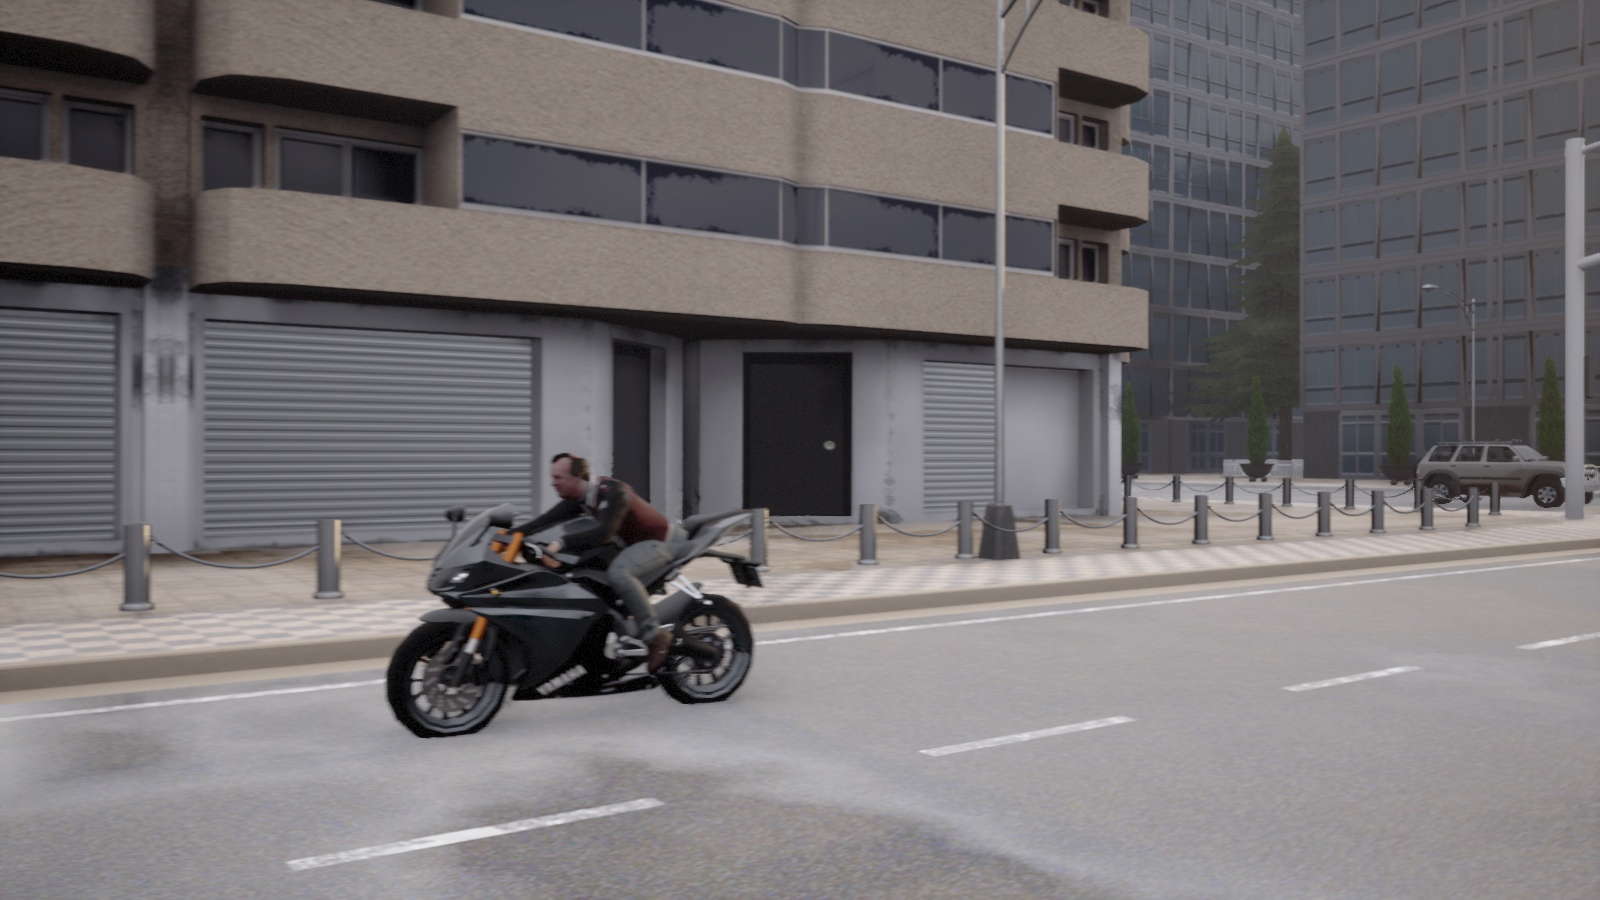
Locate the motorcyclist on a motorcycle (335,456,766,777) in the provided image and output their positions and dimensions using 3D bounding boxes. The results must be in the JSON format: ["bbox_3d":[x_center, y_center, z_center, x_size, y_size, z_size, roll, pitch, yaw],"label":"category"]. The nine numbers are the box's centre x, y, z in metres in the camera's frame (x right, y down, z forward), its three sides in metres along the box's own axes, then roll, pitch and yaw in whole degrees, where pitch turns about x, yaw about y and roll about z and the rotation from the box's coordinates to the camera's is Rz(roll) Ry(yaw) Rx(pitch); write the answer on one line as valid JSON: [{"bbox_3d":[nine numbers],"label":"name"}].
[{"bbox_3d":[-1.342,0.800,6.989,2.191,1.530,0.866,0,0,-35],"label":"motorcyclist on a motorcycle"}]

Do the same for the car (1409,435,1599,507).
[{"bbox_3d":[19.616,0.550,34.766,1.932,1.855,4.605,0,0,-35],"label":"car"}]
